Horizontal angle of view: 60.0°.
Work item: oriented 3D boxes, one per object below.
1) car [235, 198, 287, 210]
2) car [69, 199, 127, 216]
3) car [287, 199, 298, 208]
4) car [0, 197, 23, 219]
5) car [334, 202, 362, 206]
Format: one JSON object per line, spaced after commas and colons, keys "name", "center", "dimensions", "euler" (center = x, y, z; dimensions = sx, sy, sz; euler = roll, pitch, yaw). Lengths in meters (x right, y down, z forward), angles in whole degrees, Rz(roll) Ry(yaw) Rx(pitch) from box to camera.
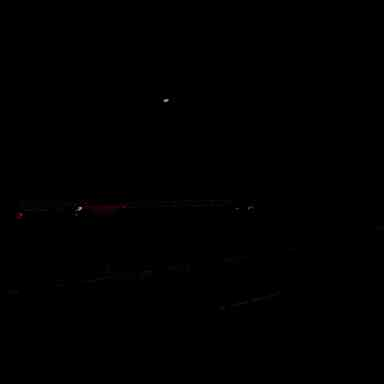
{"name": "car", "center": [5.965, 1.404, 29.747], "dimensions": [4.553, 1.767, 2.097], "euler": [0, 0, -35]}
{"name": "car", "center": [-8.001, 1.374, 28.386], "dimensions": [4.553, 1.767, 2.097], "euler": [0, 0, -36]}
{"name": "car", "center": [11.559, 1.619, 42.254], "dimensions": [4.674, 1.442, 1.812], "euler": [1, 0, -35]}
{"name": "car", "center": [-10.125, 1.220, 13.953], "dimensions": [5.566, 2.045, 2.150], "euler": [0, 0, -36]}
{"name": "car", "center": [14.822, 1.627, 31.720], "dimensions": [5.357, 1.411, 2.033], "euler": [0, 0, -35]}
